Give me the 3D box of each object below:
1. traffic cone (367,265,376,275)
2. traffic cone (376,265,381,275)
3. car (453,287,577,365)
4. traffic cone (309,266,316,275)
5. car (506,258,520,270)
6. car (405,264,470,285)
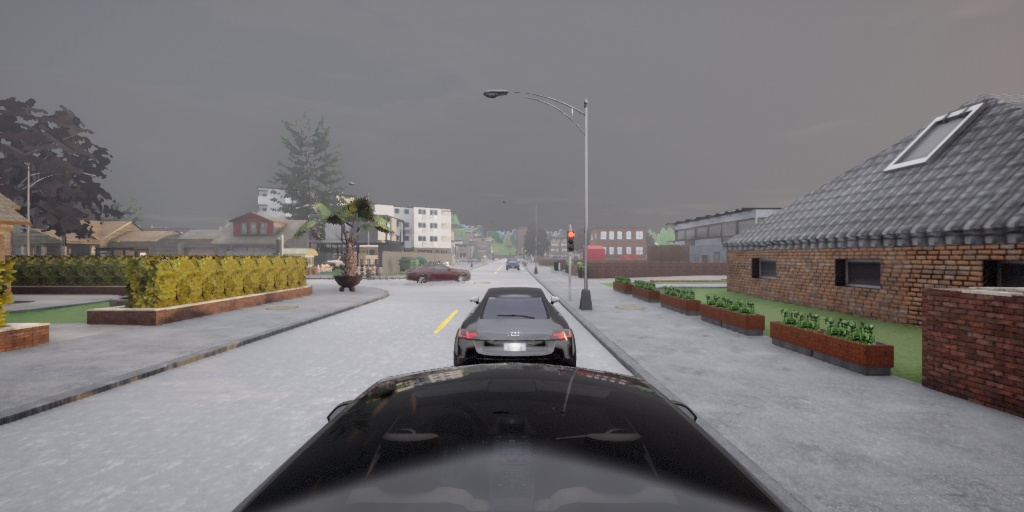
[{"bbox_3d":[-15.757,1.561,40.120,0.344,0.586,0.344,0,0,0],"label":"traffic cone"},{"bbox_3d":[-15.396,1.558,40.690,0.344,0.586,0.344,0,0,0],"label":"traffic cone"},{"bbox_3d":[0.058,1.314,7.306,1.994,1.385,4.181,0,0,0],"label":"car"},{"bbox_3d":[-19.803,1.568,35.236,0.344,0.586,0.344,0,0,0],"label":"traffic cone"},{"bbox_3d":[0.099,1.276,52.755,1.812,1.442,4.674,0,0,0],"label":"car"},{"bbox_3d":[-5.394,1.275,26.307,4.674,1.442,1.812,0,1,-22],"label":"car"}]
